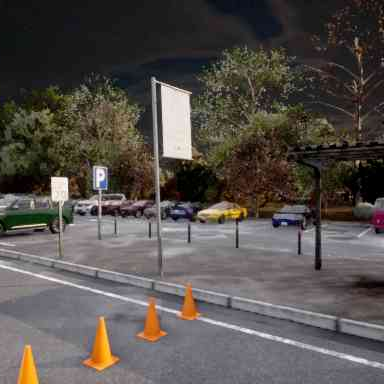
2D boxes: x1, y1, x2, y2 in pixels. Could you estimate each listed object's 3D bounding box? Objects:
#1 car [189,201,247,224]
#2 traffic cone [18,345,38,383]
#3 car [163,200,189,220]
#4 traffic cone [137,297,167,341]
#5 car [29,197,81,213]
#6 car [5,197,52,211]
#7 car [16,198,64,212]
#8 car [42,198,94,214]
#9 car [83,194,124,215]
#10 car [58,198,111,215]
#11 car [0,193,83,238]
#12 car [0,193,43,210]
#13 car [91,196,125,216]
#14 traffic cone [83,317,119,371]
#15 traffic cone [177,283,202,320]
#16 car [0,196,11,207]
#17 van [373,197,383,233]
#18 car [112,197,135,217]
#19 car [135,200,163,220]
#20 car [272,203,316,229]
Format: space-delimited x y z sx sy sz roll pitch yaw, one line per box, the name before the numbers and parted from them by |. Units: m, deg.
car | 2.338 1.475 25.175 1.946 1.575 5.366 0 0 35
traffic cone | -1.776 1.957 3.592 0.340 0.580 0.340 0 0 35
car | 0.190 1.504 26.946 2.163 1.488 4.792 0 0 35
traffic cone | -0.626 1.957 5.225 0.340 0.580 0.340 0 0 35
car | -15.623 1.444 38.240 1.946 1.575 5.366 0 0 35
car | -20.259 1.452 41.305 2.163 1.488 4.792 0 0 35
car | -18.015 1.469 39.658 2.163 1.488 4.792 0 0 35
car | -13.460 1.455 36.489 2.097 1.535 5.008 0 0 35
car | -8.929 1.212 33.279 2.435 2.045 5.566 0 0 35
car | -11.187 1.461 34.892 2.231 1.521 4.892 0 0 35
car | -8.918 1.221 17.290 2.435 2.045 5.566 0 0 35
car | -22.561 1.153 42.852 2.435 2.045 5.566 0 0 35
car | -6.638 1.466 31.712 2.097 1.535 5.008 0 0 35
traffic cone | -1.201 1.957 4.408 0.340 0.580 0.340 0 0 35
traffic cone | -0.052 1.957 6.041 0.340 0.580 0.340 0 0 36
car | -29.255 1.332 47.814 1.946 1.575 5.366 1 0 35
van | 11.598 1.264 19.042 1.878 1.987 4.442 0 0 35
car | -4.366 1.469 30.116 2.097 1.535 5.008 0 0 35
car | -2.094 1.473 28.522 2.231 1.521 4.892 0 0 35
car | 6.972 1.513 22.113 2.163 1.488 4.792 0 0 35
